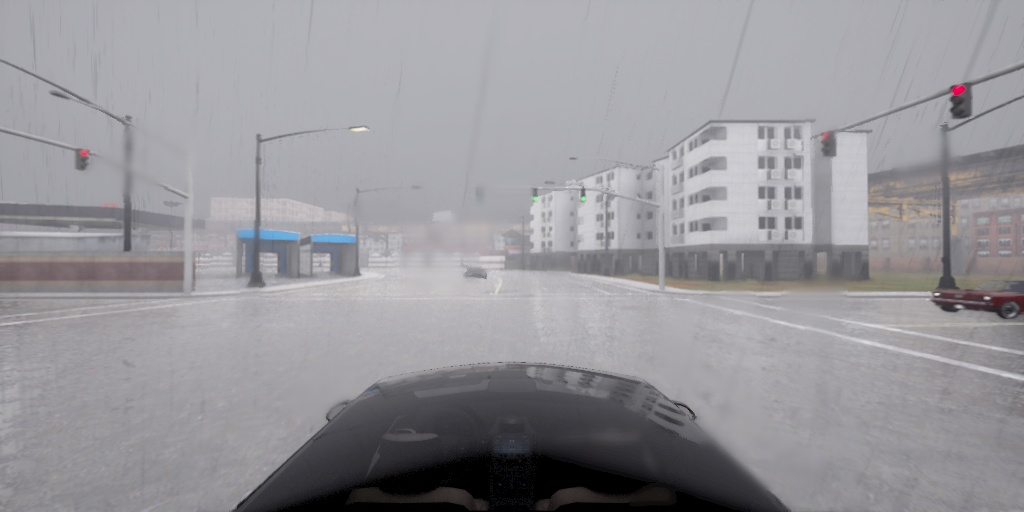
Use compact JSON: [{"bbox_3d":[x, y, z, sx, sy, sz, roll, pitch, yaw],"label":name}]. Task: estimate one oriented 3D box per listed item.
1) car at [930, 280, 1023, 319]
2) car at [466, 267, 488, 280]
[{"bbox_3d":[18.614,1.554,13.222,4.718,1.301,1.895,0,-1,-1],"label":"car"},{"bbox_3d":[-3.624,1.808,37.495,1.994,1.385,4.181,0,0,-6],"label":"car"}]
